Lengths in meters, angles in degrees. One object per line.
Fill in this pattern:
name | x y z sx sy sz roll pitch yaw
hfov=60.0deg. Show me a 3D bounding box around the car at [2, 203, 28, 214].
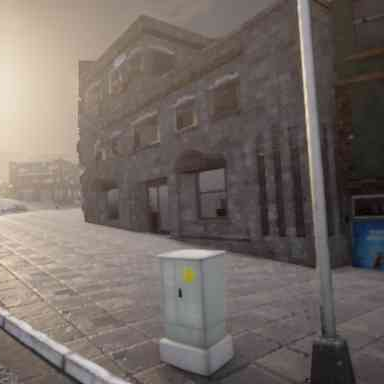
car | -27.292 2.500 51.342 2.128 1.511 4.902 -3 -1 3
